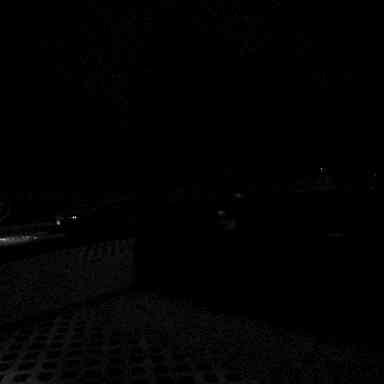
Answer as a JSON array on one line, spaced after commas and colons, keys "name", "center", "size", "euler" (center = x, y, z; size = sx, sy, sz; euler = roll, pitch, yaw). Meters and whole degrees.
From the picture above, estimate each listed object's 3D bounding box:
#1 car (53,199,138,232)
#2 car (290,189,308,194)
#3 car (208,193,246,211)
[{"name": "car", "center": [-5.069, 1.173, 18.139], "size": [2.128, 1.511, 4.902], "euler": [0, 2, 35]}, {"name": "car", "center": [14.942, 0.338, 46.085], "size": [2.033, 1.411, 5.357], "euler": [0, 2, 35]}, {"name": "car", "center": [3.232, 0.806, 29.798], "size": [2.128, 1.511, 4.902], "euler": [0, 2, 35]}]
